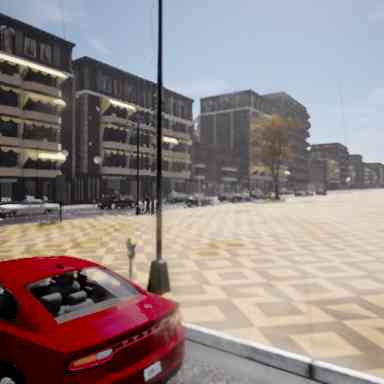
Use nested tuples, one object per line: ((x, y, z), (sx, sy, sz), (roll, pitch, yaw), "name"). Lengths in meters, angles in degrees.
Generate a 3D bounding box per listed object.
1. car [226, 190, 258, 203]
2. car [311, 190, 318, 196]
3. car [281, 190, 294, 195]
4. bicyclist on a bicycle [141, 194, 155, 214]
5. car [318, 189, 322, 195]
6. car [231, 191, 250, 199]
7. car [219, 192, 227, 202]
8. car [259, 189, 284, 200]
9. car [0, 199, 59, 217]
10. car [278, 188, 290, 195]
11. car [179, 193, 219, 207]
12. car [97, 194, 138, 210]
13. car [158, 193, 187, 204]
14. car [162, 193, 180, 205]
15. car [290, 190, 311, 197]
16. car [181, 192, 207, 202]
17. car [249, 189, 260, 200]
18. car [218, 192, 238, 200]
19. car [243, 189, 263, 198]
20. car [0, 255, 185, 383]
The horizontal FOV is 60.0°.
((7.251, 0.865, 47.954), (2.008, 1.369, 4.403), (2, 2, 35), "car")
((26.266, 0.349, 75.429), (2.008, 1.369, 4.403), (2, 2, 35), "car")
((25.714, 0.099, 89.357), (1.887, 1.381, 4.507), (2, 2, 35), "car")
((-3.651, 1.007, 27.038), (1.656, 1.620, 0.582), (0, 1, 35), "bicyclist on a bicycle")
((32.605, 0.068, 84.585), (1.967, 1.590, 4.097), (2, 2, 35), "car")
((9.771, 0.509, 66.320), (1.752, 1.417, 4.829), (2, 2, 35), "car")
((5.792, 0.818, 50.501), (2.033, 1.411, 5.357), (1, 1, 35), "car")
((13.687, 0.664, 57.253), (1.752, 1.417, 4.829), (2, 2, 35), "car")
((-13.755, 1.311, 27.800), (1.895, 1.301, 4.718), (1, 1, 35), "car")
((22.547, -0.046, 84.771), (2.192, 1.841, 5.009), (2, 2, 35), "car")
((0.912, 1.038, 38.796), (2.008, 1.369, 4.403), (2, 2, 35), "car")
((-8.029, 1.056, 36.068), (1.837, 1.490, 4.892), (1, 1, 35), "car")
((-2.809, 0.893, 48.145), (1.947, 1.339, 4.313), (2, 2, 35), "car")
((-2.163, 0.882, 44.524), (2.128, 1.511, 4.902), (1, 1, 35), "car")
((23.098, 0.434, 70.851), (2.008, 1.369, 4.403), (2, 2, 35), "car")
((0.360, 0.791, 52.723), (2.008, 1.369, 4.403), (2, 2, 35), "car")
((11.648, 0.657, 59.054), (2.033, 1.411, 5.357), (1, 1, 35), "car")
((6.699, 0.633, 61.883), (1.947, 1.339, 4.313), (2, 2, 35), "car")
((13.040, 0.210, 71.034), (2.192, 1.841, 5.009), (2, 2, 35), "car")
((-2.188, 1.542, 4.425), (4.507, 1.381, 1.887), (0, 1, 35), "car")
